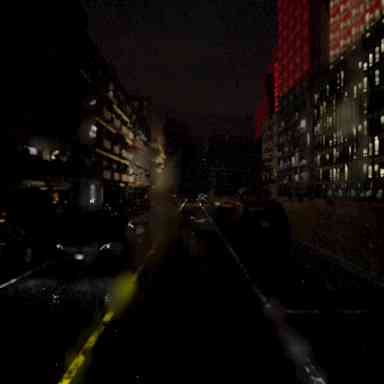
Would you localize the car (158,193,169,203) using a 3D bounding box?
[{"bbox_3d":[-5.701,1.466,63.962,1.887,1.381,4.507,0,0,0],"label":"car"}]

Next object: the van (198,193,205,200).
[{"bbox_3d":[2.676,1.257,91.595,1.690,1.788,3.998,0,0,0],"label":"van"}]

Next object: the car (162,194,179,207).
[{"bbox_3d":[-3.081,1.454,50.961,1.812,1.442,4.674,0,0,0],"label":"car"}]

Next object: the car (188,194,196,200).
[{"bbox_3d":[-0.004,1.286,85.153,1.837,1.490,4.892,0,0,0],"label":"car"}]

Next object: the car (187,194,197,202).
[{"bbox_3d":[-0.006,1.258,69.873,1.812,1.442,4.674,0,0,0],"label":"car"}]

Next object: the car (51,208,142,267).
[{"bbox_3d":[-3.072,1.505,11.436,1.812,1.442,4.674,0,0,0],"label":"car"}]

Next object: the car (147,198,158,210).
[{"bbox_3d":[-5.698,1.462,41.685,1.752,1.417,4.829,0,0,0],"label":"car"}]

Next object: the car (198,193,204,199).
[{"bbox_3d":[2.679,1.361,63.961,1.967,1.590,4.097,0,0,0],"label":"car"}]

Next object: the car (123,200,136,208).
[{"bbox_3d":[-5.697,1.540,25.276,1.802,1.307,4.206,0,0,0],"label":"car"}]

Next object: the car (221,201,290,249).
[{"bbox_3d":[2.683,1.290,14.221,2.192,1.841,5.009,0,0,0],"label":"car"}]

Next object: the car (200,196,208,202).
[{"bbox_3d":[2.678,1.499,75.016,1.802,1.307,4.206,0,0,0],"label":"car"}]

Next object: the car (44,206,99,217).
[{"bbox_3d":[-5.696,1.520,14.221,1.887,1.381,4.507,0,0,0],"label":"car"}]

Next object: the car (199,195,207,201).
[{"bbox_3d":[2.678,1.498,80.542,1.802,1.307,4.206,0,0,0],"label":"car"}]

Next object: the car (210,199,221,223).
[{"bbox_3d":[2.683,1.503,25.276,1.887,1.381,4.507,0,0,0],"label":"car"}]

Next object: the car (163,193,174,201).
[{"bbox_3d":[-5.704,1.232,80.541,2.192,1.841,5.009,0,0,0],"label":"car"}]

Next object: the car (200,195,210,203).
[{"bbox_3d":[2.679,1.445,69.659,1.752,1.417,4.829,0,0,0],"label":"car"}]

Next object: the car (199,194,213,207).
[{"bbox_3d":[2.350,1.433,50.379,1.837,1.490,4.892,0,0,0],"label":"car"}]

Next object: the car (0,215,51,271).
[{"bbox_3d":[-5.695,1.535,8.695,2.008,1.369,4.403,0,0,0],"label":"car"}]

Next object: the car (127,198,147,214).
[{"bbox_3d":[-5.698,1.391,30.801,1.967,1.590,4.097,0,0,0],"label":"car"}]

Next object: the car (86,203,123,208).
[{"bbox_3d":[-5.697,1.407,19.748,1.967,1.590,4.097,0,0,0],"label":"car"}]

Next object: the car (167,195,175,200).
[{"bbox_3d":[-5.703,1.467,91.595,2.008,1.369,4.403,0,0,0],"label":"car"}]
